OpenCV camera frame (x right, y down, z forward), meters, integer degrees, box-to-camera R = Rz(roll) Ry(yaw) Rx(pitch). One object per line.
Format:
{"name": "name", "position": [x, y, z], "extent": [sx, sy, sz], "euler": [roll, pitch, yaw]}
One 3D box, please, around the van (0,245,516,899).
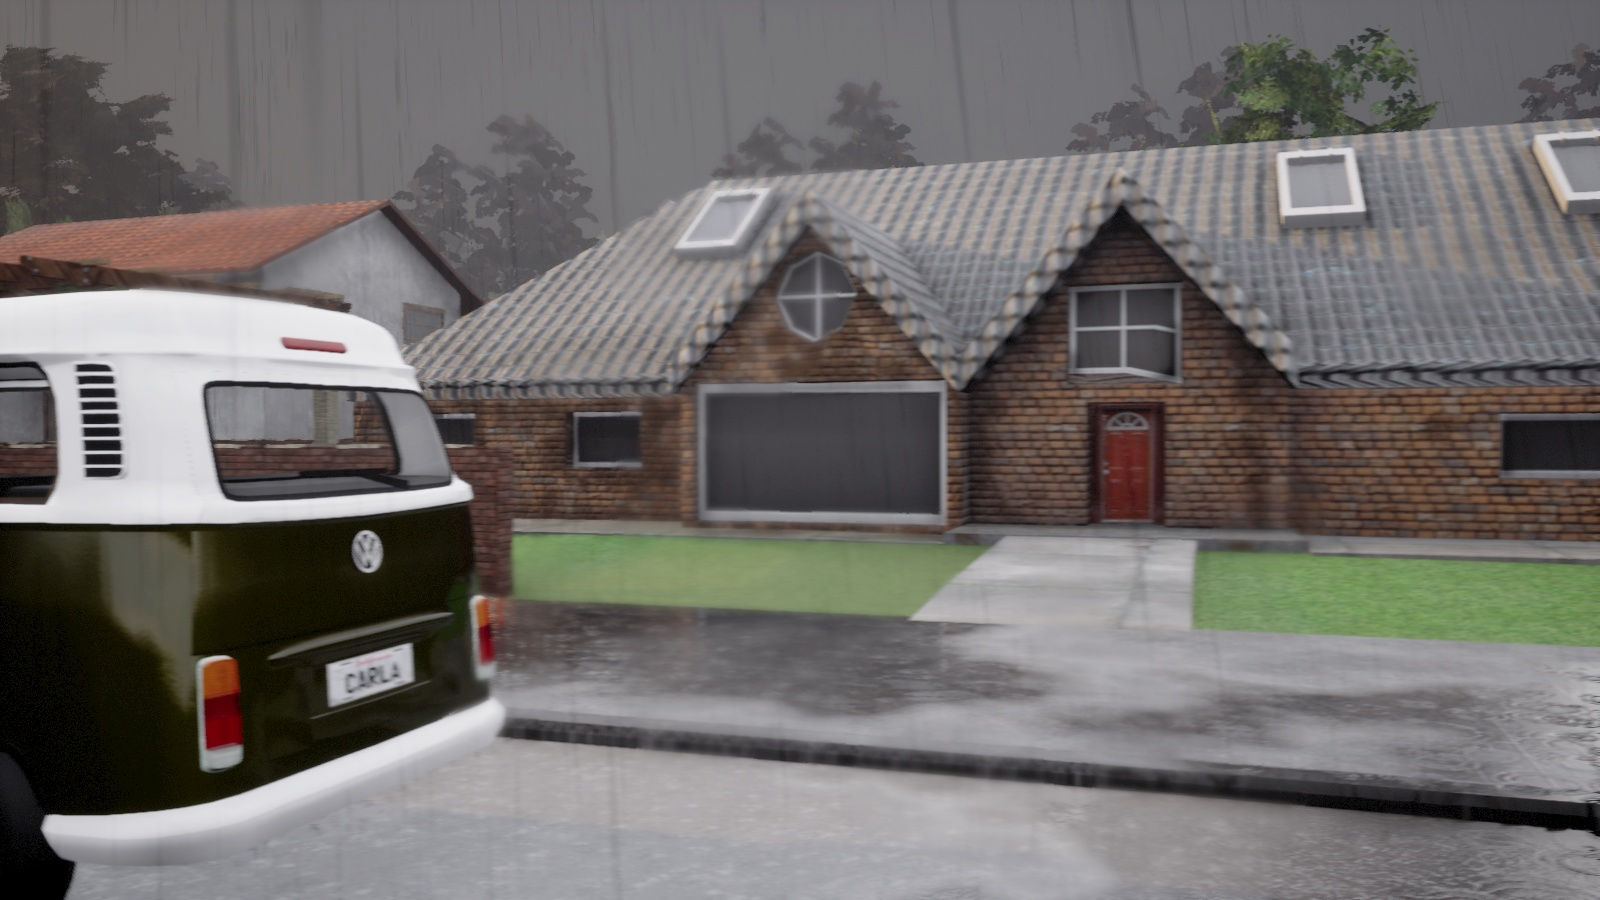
{"name": "van", "position": [-3.628, 0.457, 4.938], "extent": [4.480, 2.038, 2.069], "euler": [1, 1, 19]}
